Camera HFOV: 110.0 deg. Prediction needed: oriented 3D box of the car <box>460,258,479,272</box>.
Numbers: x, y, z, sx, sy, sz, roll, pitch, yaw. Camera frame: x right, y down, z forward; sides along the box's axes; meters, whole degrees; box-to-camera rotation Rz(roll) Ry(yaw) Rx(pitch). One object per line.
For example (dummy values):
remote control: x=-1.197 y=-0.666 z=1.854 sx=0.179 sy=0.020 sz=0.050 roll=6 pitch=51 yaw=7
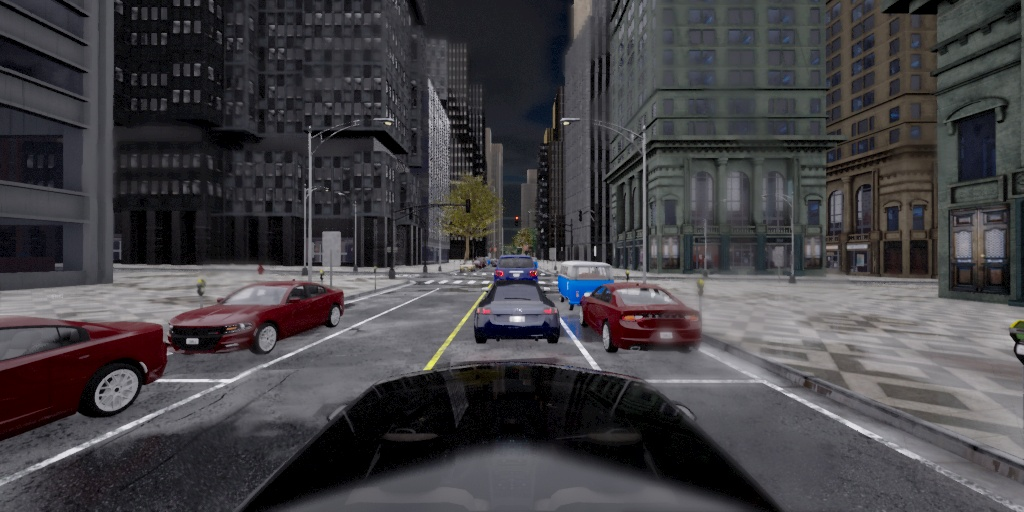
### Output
car: x=-5.720 y=1.297 z=46.644 sx=1.751 sy=1.417 sz=4.829 roll=0 pitch=0 yaw=0

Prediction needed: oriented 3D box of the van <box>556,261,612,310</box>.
van: x=2.790 y=1.093 z=14.219 sx=1.690 sy=1.789 sz=3.998 roll=0 pitch=0 yaw=0

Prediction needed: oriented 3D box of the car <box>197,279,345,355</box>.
car: x=-5.772 y=1.296 z=8.721 sx=1.888 sy=1.381 sz=4.507 roll=0 pitch=0 yaw=0

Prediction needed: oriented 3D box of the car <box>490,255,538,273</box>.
car: x=0.139 y=0.975 z=19.066 sx=2.150 sy=2.045 sz=5.566 roll=0 pitch=0 yaw=-1

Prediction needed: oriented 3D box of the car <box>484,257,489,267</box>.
car: x=-5.697 y=1.101 z=62.683 sx=2.192 sy=1.841 sz=5.009 roll=0 pitch=0 yaw=0

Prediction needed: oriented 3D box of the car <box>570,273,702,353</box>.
car: x=2.784 y=1.296 z=8.694 sx=1.888 sy=1.381 sz=4.507 roll=0 pitch=0 yaw=0

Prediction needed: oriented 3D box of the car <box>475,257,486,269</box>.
car: x=-5.702 y=1.326 z=57.394 sx=1.888 sy=1.381 sz=4.507 roll=0 pitch=0 yaw=0

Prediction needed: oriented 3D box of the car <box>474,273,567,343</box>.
car: x=0.110 y=1.315 z=9.653 sx=1.994 sy=1.385 sz=4.181 roll=0 pitch=0 yaw=0

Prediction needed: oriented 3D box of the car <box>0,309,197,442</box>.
car: x=-5.776 y=1.295 z=3.196 sx=1.888 sy=1.381 sz=4.507 roll=0 pitch=0 yaw=0
